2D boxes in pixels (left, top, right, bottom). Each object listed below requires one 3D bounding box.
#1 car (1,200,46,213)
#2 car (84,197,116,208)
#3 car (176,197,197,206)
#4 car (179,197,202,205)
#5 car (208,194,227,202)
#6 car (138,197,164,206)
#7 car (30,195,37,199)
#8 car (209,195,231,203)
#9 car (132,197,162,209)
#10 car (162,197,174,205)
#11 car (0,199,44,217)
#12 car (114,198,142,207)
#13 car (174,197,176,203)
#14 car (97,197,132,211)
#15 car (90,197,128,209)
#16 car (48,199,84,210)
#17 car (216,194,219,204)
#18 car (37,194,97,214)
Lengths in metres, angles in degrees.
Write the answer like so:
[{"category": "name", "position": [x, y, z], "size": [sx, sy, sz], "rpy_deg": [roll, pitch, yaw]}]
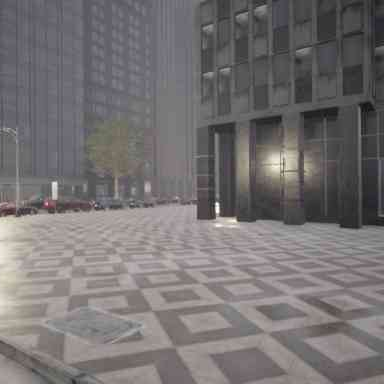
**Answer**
[{"category": "car", "position": [-19.844, 1.643, 39.373], "size": [1.947, 1.339, 4.313], "rpy_deg": [-1, 0, 35]}, {"category": "car", "position": [-13.426, 1.485, 48.647], "size": [1.967, 1.590, 4.097], "rpy_deg": [-1, 0, 35]}, {"category": "car", "position": [0.000, 1.463, 53.063], "size": [1.887, 1.381, 4.507], "rpy_deg": [-1, 0, 35]}, {"category": "car", "position": [-0.190, 1.506, 57.294], "size": [1.994, 1.385, 4.181], "rpy_deg": [-1, 0, 34]}, {"category": "car", "position": [5.834, 1.296, 76.468], "size": [2.192, 1.841, 5.009], "rpy_deg": [-1, 0, 35]}, {"category": "car", "position": [-7.102, 1.545, 57.780], "size": [1.752, 1.417, 4.829], "rpy_deg": [-1, 0, 35]}, {"category": "car", "position": [-17.242, 1.265, 38.304], "size": [2.150, 2.045, 5.566], "rpy_deg": [-1, 0, 35]}, {"category": "car", "position": [5.488, 1.417, 65.510], "size": [2.128, 1.511, 4.902], "rpy_deg": [-1, 0, 35]}, {"category": "car", "position": [-6.419, 1.510, 43.790], "size": [1.947, 1.339, 4.313], "rpy_deg": [-1, 0, 35]}, {"category": "car", "position": [-5.670, 1.590, 54.921], "size": [1.895, 1.301, 4.718], "rpy_deg": [-1, 0, 35]}, {"category": "car", "position": [-16.047, 1.577, 29.882], "size": [1.802, 1.307, 4.206], "rpy_deg": [-1, 0, 35]}, {"category": "car", "position": [-10.214, 1.614, 53.283], "size": [1.802, 1.307, 4.206], "rpy_deg": [-1, 0, 35]}, {"category": "car", "position": [-3.794, 1.575, 62.557], "size": [1.947, 1.339, 4.313], "rpy_deg": [-1, 0, 35]}, {"category": "car", "position": [-9.628, 1.525, 39.155], "size": [1.947, 1.339, 4.313], "rpy_deg": [-1, 0, 35]}, {"category": "car", "position": [-11.522, 1.506, 46.539], "size": [2.128, 1.511, 4.902], "rpy_deg": [-1, 0, 35]}, {"category": "car", "position": [-16.634, 1.643, 44.010], "size": [1.802, 1.307, 4.206], "rpy_deg": [-1, 0, 35]}, {"category": "car", "position": [3.208, 1.223, 57.700], "size": [2.192, 1.841, 5.009], "rpy_deg": [-1, 0, 35]}, {"category": "car", "position": [-12.839, 1.291, 34.520], "size": [2.192, 1.841, 5.009], "rpy_deg": [-1, 0, 35]}]
